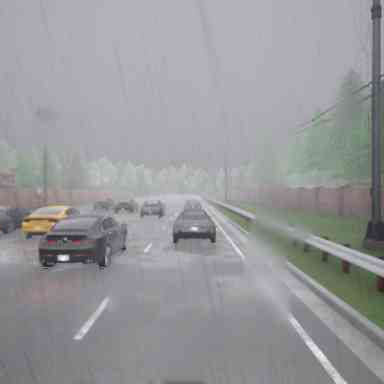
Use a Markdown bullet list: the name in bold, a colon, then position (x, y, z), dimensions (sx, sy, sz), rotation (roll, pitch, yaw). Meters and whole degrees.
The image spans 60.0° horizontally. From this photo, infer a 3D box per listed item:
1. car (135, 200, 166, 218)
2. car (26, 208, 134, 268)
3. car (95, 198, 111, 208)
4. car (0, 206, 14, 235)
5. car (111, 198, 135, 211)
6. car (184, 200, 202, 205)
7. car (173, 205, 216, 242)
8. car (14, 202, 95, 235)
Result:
- **car**: position (-3.394, 1.452, 29.561), dimensions (2.128, 1.511, 4.902), rotation (0, 0, 0)
- **car**: position (-3.398, 1.490, 11.210), dimensions (1.837, 1.490, 4.892), rotation (0, 0, 0)
- **car**: position (-10.393, 1.452, 39.791), dimensions (1.837, 1.490, 4.892), rotation (0, 0, 0)
- **car**: position (-10.396, 1.522, 18.764), dimensions (2.033, 1.411, 5.357), rotation (0, 0, 0)
- **car**: position (-6.893, 1.457, 35.555), dimensions (1.837, 1.490, 4.892), rotation (0, 0, 0)
- **car**: position (0.106, 1.501, 34.834), dimensions (2.033, 1.411, 5.357), rotation (0, 0, 0)
- **car**: position (0.103, 1.542, 16.266), dimensions (1.994, 1.385, 4.181), rotation (0, 0, 0)
- **car**: position (-6.897, 1.454, 17.368), dimensions (1.882, 1.535, 5.008), rotation (0, 0, 0)
